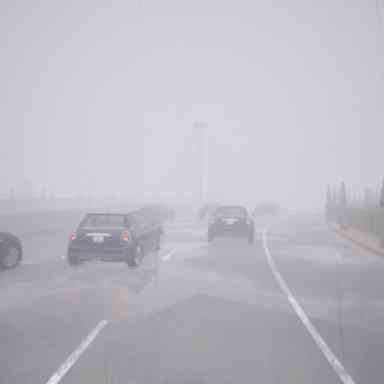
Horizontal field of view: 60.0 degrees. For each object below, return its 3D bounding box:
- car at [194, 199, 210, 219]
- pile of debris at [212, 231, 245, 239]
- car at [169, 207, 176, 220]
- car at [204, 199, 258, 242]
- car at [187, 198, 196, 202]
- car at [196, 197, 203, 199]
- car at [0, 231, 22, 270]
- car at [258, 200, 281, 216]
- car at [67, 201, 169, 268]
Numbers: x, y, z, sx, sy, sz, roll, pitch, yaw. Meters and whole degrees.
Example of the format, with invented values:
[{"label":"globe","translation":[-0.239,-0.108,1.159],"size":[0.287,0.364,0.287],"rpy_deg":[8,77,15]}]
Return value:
[{"label":"car","translation":[2.026,1.585,29.177],"size":[1.837,1.490,4.892],"rpy_deg":[0,0,19]},{"label":"pile of debris","translation":[1.908,2.212,17.072],"size":[1.500,0.140,1.860],"rpy_deg":[0,0,12]},{"label":"car","translation":[-2.734,1.561,25.991],"size":[1.837,1.490,4.892],"rpy_deg":[0,0,16]},{"label":"car","translation":[2.116,1.387,16.811],"size":[2.097,1.767,4.553],"rpy_deg":[0,0,12]},{"label":"car","translation":[0.793,1.830,63.596],"size":[1.837,1.490,4.892],"rpy_deg":[0,-1,35]},{"label":"car","translation":[3.393,1.784,55.093],"size":[2.033,1.411,5.357],"rpy_deg":[0,-1,35]},{"label":"car","translation":[-6.304,1.341,8.230],"size":[2.097,1.767,4.553],"rpy_deg":[0,0,5]},{"label":"car","translation":[7.826,1.593,34.153],"size":[1.882,1.535,5.008],"rpy_deg":[0,0,24]},{"label":"car","translation":[-2.389,1.362,11.539],"size":[2.097,1.767,4.553],"rpy_deg":[0,0,7]}]
